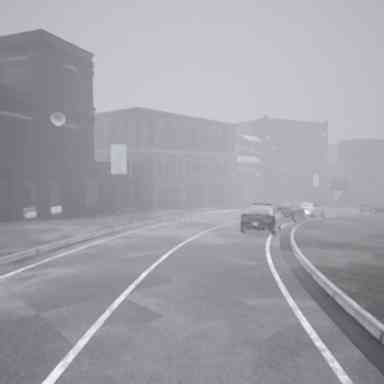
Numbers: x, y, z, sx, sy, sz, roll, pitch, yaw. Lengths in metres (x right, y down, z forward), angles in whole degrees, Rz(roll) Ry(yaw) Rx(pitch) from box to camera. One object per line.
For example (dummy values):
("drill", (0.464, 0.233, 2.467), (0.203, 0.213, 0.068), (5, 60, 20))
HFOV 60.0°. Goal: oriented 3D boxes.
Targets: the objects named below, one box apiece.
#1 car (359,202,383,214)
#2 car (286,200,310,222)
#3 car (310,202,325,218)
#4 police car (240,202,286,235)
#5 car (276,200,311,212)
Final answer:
("car", (25.105, 2.200, 45.833), (4.902, 1.511, 2.128), (3, 3, -29))
("car", (8.230, 1.626, 28.086), (1.837, 1.490, 4.892), (3, 1, 31))
("car", (11.469, 1.739, 32.757), (1.812, 1.442, 4.674), (4, 1, 38))
("police car", (4.161, 1.456, 19.667), (1.930, 1.638, 5.238), (2, 0, 20))
("car", (12.427, 1.684, 40.545), (4.718, 1.301, 1.895), (2, 2, -44))
